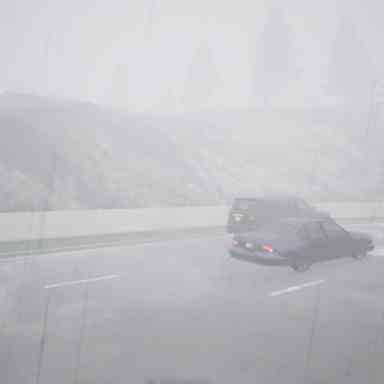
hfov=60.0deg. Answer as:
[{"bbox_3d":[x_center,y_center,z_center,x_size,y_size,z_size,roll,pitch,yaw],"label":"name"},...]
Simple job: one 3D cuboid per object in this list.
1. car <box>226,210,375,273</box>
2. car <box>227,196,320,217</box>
[{"bbox_3d":[3.658,1.530,10.638,5.357,1.411,2.033,0,0,-35],"label":"car"},{"bbox_3d":[4.114,1.198,15.171,5.566,2.045,2.150,0,0,-34],"label":"car"}]
